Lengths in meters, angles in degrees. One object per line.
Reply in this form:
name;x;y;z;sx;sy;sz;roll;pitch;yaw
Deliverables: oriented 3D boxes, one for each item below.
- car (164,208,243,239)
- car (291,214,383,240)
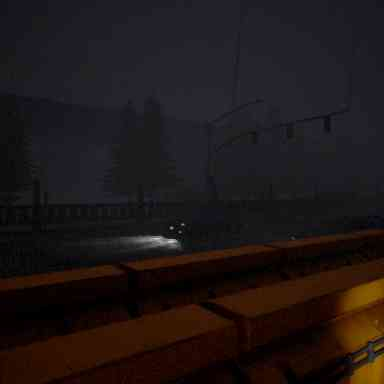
car;0.642;1.564;17.327;4.181;1.385;1.994;0;0;-35
car;6.025;1.547;12.565;5.357;1.411;2.033;0;0;-35
